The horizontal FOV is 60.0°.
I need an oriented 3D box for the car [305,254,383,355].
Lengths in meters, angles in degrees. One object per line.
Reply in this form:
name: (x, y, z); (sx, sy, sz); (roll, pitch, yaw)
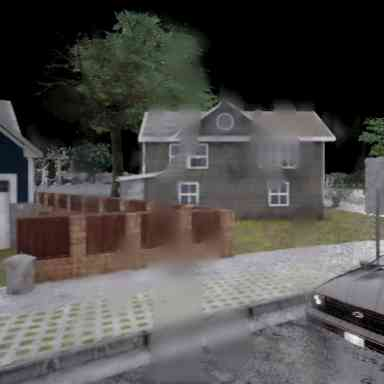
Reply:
car: (4.402, 1.502, 5.589); (5.357, 1.411, 2.033); (0, 1, -30)

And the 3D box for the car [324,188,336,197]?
car: (24.899, 0.089, 60.481); (2.097, 1.767, 4.553); (0, 1, 17)
